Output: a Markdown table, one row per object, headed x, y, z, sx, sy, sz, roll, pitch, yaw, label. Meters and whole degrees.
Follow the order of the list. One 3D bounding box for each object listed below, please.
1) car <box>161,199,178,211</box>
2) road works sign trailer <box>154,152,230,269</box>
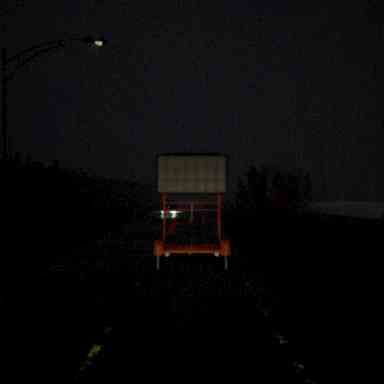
| x | y | z | sx | sy | sz | roll | pitch | yaw | label |
| --- | --- | --- | --- | --- | --- | --- | --- | --- | --- |
| -2.850 | 1.642 | 42.473 | 1.994 | 1.385 | 4.181 | 0 | 0 | 0 | car |
| -0.002 | 0.476 | 11.157 | 2.380 | 3.560 | 2.880 | 0 | 0 | 0 | road works sign trailer |
